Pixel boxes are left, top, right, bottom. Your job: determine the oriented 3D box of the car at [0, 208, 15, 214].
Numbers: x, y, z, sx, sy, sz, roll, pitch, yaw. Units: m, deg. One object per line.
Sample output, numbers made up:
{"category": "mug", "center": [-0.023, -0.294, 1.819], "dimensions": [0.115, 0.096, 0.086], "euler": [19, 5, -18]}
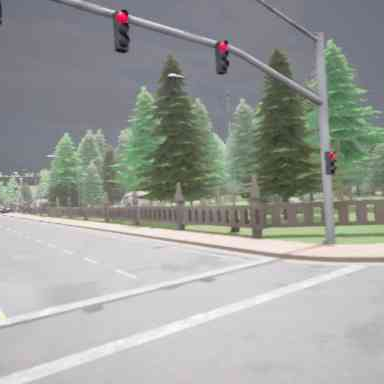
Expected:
{"category": "car", "center": [-45.459, 4.569, 80.409], "dimensions": [1.837, 1.490, 4.892], "euler": [-3, 0, 27]}
